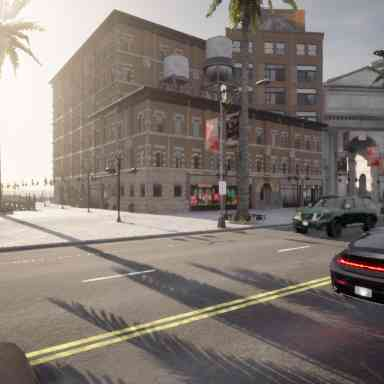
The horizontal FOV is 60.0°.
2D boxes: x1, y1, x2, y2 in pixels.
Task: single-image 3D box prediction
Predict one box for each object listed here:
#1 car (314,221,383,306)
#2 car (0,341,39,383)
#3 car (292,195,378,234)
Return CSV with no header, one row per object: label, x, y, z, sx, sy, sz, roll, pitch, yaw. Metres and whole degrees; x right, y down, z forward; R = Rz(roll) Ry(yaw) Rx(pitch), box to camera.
car,4.984,1.505,7.265,4.892,1.490,1.837,0,0,-36
car,-3.422,1.547,1.294,5.357,1.411,2.033,0,0,-36
car,7.852,1.206,18.028,5.566,2.045,2.150,0,0,-35
